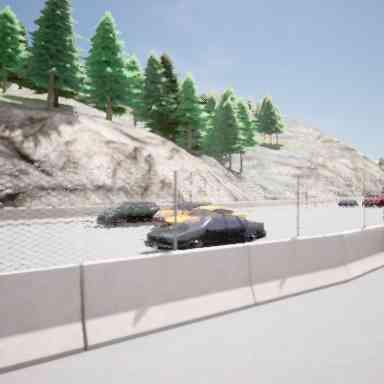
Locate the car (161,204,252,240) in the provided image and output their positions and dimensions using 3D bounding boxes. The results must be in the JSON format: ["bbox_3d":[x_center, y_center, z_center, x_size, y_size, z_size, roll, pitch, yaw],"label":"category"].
[{"bbox_3d":[0.900,1.518,18.136,5.008,1.535,1.882,0,0,-40],"label":"car"}]

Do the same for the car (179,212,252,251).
[{"bbox_3d":[0.780,1.578,13.498,5.357,1.411,2.033,0,0,-38],"label":"car"}]
